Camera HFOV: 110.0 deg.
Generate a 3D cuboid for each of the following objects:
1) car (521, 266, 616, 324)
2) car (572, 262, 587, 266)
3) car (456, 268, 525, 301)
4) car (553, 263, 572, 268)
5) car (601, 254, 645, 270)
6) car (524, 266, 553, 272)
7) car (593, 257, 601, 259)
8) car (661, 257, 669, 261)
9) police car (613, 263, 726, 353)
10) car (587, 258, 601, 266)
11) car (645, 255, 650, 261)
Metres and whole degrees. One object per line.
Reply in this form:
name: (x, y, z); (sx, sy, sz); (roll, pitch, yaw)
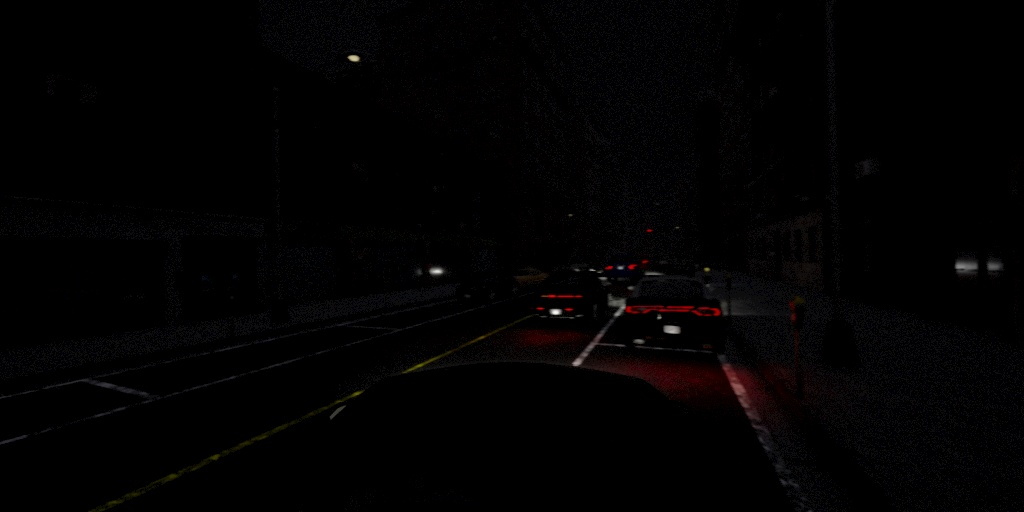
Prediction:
car: (2.165, 1.271, 12.165); (1.837, 1.490, 4.892); (-2, 0, 23)
car: (5.277, 1.373, 33.219); (2.007, 1.370, 4.403); (0, 0, 23)
car: (-1.145, 1.449, 18.304); (1.948, 1.339, 4.313); (0, 0, 23)
car: (3.136, 1.426, 28.247); (1.802, 1.307, 4.207); (0, 0, 23)
car: (8.359, 0.925, 26.582); (2.150, 2.045, 5.566); (-2, -1, 23)
car: (0.928, 1.390, 23.119); (1.751, 1.417, 4.829); (0, 0, 23)
car: (11.698, 1.069, 48.133); (2.192, 1.841, 5.009); (0, 0, 23)
car: (14.849, 1.129, 35.165); (1.751, 1.417, 4.829); (0, 0, 23)
police car: (3.931, 1.127, 8.919); (1.930, 1.638, 5.238); (-2, 0, 23)
car: (9.045, 1.250, 35.567); (1.837, 1.490, 4.892); (-2, 0, 23)
car: (14.899, 0.862, 42.024); (2.150, 2.045, 5.566); (-2, 0, 23)
